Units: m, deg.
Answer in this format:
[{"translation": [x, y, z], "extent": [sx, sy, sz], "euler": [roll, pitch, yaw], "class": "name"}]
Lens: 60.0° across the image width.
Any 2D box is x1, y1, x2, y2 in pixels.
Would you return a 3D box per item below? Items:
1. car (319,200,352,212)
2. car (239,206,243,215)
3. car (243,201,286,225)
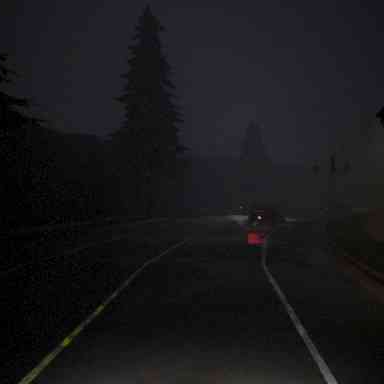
[{"translation": [16.609, 1.543, 38.437], "extent": [4.718, 1.301, 1.895], "euler": [0, 0, -42], "class": "car"}, {"translation": [6.476, 1.551, 32.828], "extent": [1.895, 1.301, 4.718], "euler": [0, 0, 37], "class": "car"}, {"translation": [5.523, 1.467, 24.189], "extent": [1.837, 1.490, 4.892], "euler": [0, -1, 26], "class": "car"}]
